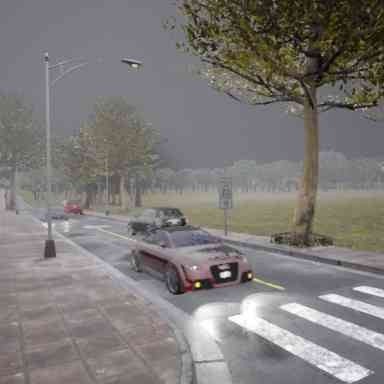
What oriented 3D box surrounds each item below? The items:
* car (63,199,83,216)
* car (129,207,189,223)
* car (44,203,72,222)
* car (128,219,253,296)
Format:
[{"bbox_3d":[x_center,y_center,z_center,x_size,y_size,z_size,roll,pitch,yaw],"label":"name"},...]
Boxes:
[{"bbox_3d":[-15.379,1.972,42.229,2.150,2.045,5.566,-1,-1,-29],"label":"car"},{"bbox_3d":[-1.922,1.604,18.287,2.097,1.767,4.553,-1,-1,-29],"label":"car"},{"bbox_3d":[-13.455,2.128,32.830,1.837,1.490,4.892,-1,-1,-29],"label":"car"},{"bbox_3d":[-0.221,1.709,9.247,1.994,1.385,4.181,-1,-1,-29],"label":"car"}]
